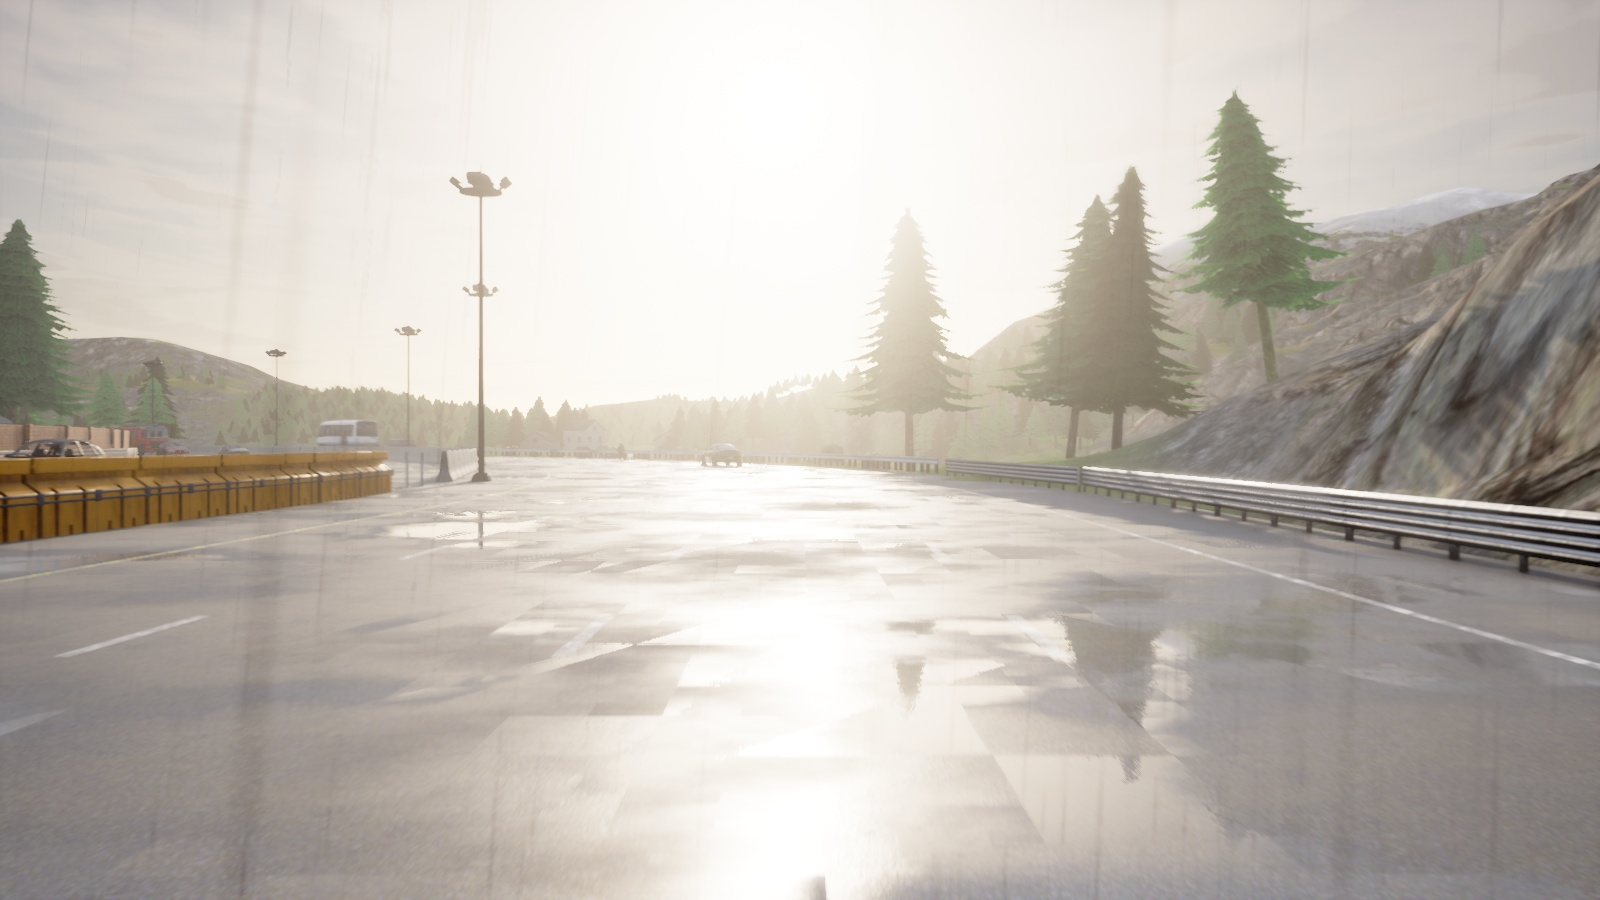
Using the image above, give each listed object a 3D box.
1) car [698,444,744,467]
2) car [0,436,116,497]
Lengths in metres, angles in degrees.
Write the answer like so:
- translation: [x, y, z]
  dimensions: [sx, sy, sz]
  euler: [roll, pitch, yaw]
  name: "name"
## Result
- translation: [-5.171, 0.308, 81.678]
  dimensions: [1.812, 1.442, 4.674]
  euler: [0, 0, -18]
  name: "car"
- translation: [-21.073, 0.429, 35.167]
  dimensions: [1.851, 1.617, 3.988]
  euler: [0, 0, -4]
  name: "car"
